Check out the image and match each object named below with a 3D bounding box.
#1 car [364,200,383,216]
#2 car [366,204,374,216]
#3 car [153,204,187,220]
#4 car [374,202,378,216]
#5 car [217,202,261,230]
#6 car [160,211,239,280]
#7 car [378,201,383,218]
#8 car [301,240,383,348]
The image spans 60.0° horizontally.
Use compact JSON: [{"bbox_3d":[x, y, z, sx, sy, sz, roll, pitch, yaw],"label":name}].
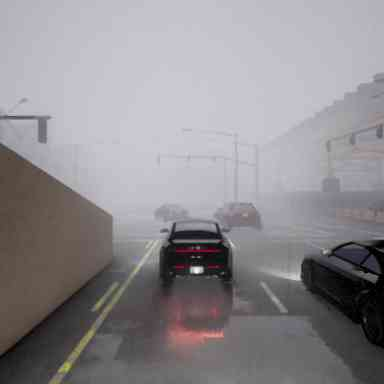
[{"bbox_3d":[17.577,1.425,30.557,4.536,1.218,1.853,0,0,-45],"label":"car"},{"bbox_3d":[17.540,1.582,30.519,4.974,1.542,2.038,0,0,-45],"label":"car"},{"bbox_3d":[-1.752,1.661,26.784,2.033,1.411,5.357,0,0,-18],"label":"car"},{"bbox_3d":[17.435,1.563,25.912,2.038,1.542,4.974,0,0,-35],"label":"car"},{"bbox_3d":[2.858,1.445,21.947,2.097,1.767,4.553,0,0,-9],"label":"car"},{"bbox_3d":[0.092,1.548,10.031,1.837,1.490,4.892,0,0,0],"label":"car"},{"bbox_3d":[17.465,1.405,25.871,1.853,1.218,4.536,0,0,-35],"label":"car"},{"bbox_3d":[3.594,1.592,6.327,1.994,1.385,4.181,0,0,0],"label":"car"}]
